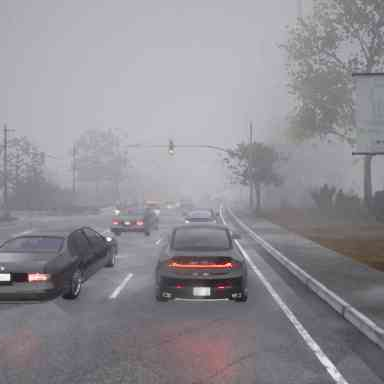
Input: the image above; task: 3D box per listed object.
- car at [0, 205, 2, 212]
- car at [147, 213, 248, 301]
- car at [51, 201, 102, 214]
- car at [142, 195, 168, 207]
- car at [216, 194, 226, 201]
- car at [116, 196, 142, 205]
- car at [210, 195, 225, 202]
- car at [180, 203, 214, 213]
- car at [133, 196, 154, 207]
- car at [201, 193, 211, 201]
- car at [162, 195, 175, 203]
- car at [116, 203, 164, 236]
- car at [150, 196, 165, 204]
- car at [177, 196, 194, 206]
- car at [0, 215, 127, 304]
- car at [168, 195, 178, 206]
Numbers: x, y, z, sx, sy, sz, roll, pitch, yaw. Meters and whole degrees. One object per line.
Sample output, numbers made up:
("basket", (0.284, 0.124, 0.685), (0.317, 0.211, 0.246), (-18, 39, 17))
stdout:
("car", (-22.334, 1.356, 34.609), (4.553, 1.767, 2.097), (0, 0, 7))
("car", (0.214, 1.505, 8.283), (1.837, 1.490, 4.892), (0, 0, 1))
("car", (-11.764, 1.601, 34.121), (4.718, 1.301, 1.895), (0, 0, -2))
("car", (-4.959, 1.478, 45.322), (1.882, 1.535, 5.008), (0, 0, 5))
("car", (7.525, 1.393, 85.393), (2.128, 1.511, 4.902), (0, 0, 10))
("car", (-8.557, 1.352, 44.333), (2.097, 1.767, 4.553), (0, 0, 5))
("car", (5.848, 1.519, 75.269), (1.812, 1.442, 4.674), (0, 0, 9))
("car", (0.458, 1.526, 17.530), (1.812, 1.442, 4.674), (0, 0, 4))
("car", (-7.679, 1.491, 53.280), (2.128, 1.511, 4.902), (0, 0, 6))
("car", (3.498, 1.225, 82.633), (2.150, 2.045, 5.566), (0, 0, 10))
("car", (-5.060, 1.500, 73.368), (1.837, 1.490, 4.892), (0, 0, 8))
("car", (-3.015, 1.547, 18.432), (2.033, 1.411, 5.357), (0, 0, 2))
("car", (-6.493, 1.526, 63.159), (1.812, 1.442, 4.674), (0, 0, 8))
("car", (-0.709, 1.601, 50.128), (1.895, 1.301, 4.718), (0, 0, 5))
("car", (-3.298, 1.547, 8.365), (2.033, 1.411, 5.357), (0, 0, 1))
("car", (-3.948, 1.564, 55.206), (1.994, 1.385, 4.181), (0, 0, 6))
